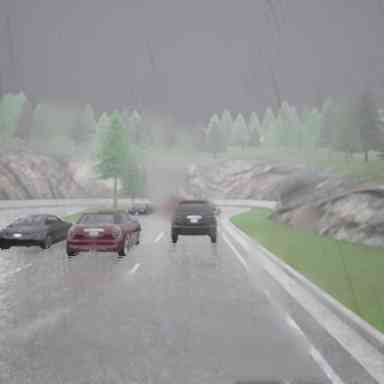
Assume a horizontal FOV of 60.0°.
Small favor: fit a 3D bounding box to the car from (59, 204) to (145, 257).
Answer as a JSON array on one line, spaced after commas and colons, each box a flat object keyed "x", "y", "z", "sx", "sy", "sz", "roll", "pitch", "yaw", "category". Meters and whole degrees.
[{"x": -3.402, "y": 1.489, "z": 13.651, "sx": 2.097, "sy": 1.767, "sz": 4.553, "roll": 0, "pitch": -1, "yaw": 0, "category": "car"}]

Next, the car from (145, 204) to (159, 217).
[{"x": -5.150, "y": 1.966, "z": 36.481, "sx": 1.895, "sy": 1.301, "sz": 4.718, "roll": 0, "pitch": -1, "yaw": 14, "category": "car"}]

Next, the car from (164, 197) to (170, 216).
[{"x": -1.398, "y": 1.593, "z": 37.115, "sx": 2.150, "sy": 2.045, "sz": 5.566, "roll": 0, "pitch": -1, "yaw": 15, "category": "car"}]

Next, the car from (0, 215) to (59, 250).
[{"x": -6.902, "y": 1.717, "z": 15.202, "sx": 1.994, "sy": 1.385, "sz": 4.181, "roll": 0, "pitch": -1, "yaw": 0, "category": "car"}]

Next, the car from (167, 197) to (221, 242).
[{"x": 0.101, "y": 1.397, "z": 17.480, "sx": 2.150, "sy": 2.045, "sz": 5.566, "roll": 0, "pitch": -1, "yaw": 0, "category": "car"}]

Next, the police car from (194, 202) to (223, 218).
[{"x": 1.853, "y": 1.860, "z": 35.533, "sx": 2.038, "sy": 1.542, "sz": 4.974, "roll": 0, "pitch": -1, "yaw": 15, "category": "police car"}]
